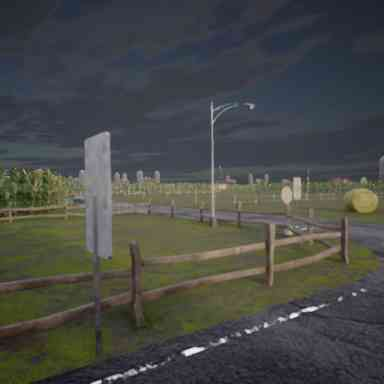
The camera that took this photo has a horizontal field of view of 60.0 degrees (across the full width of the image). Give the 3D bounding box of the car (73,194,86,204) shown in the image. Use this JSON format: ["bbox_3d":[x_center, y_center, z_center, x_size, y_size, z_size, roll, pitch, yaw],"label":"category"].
[{"bbox_3d":[-16.904,1.066,51.275,1.994,1.385,4.181,-1,1,-36],"label":"car"}]
